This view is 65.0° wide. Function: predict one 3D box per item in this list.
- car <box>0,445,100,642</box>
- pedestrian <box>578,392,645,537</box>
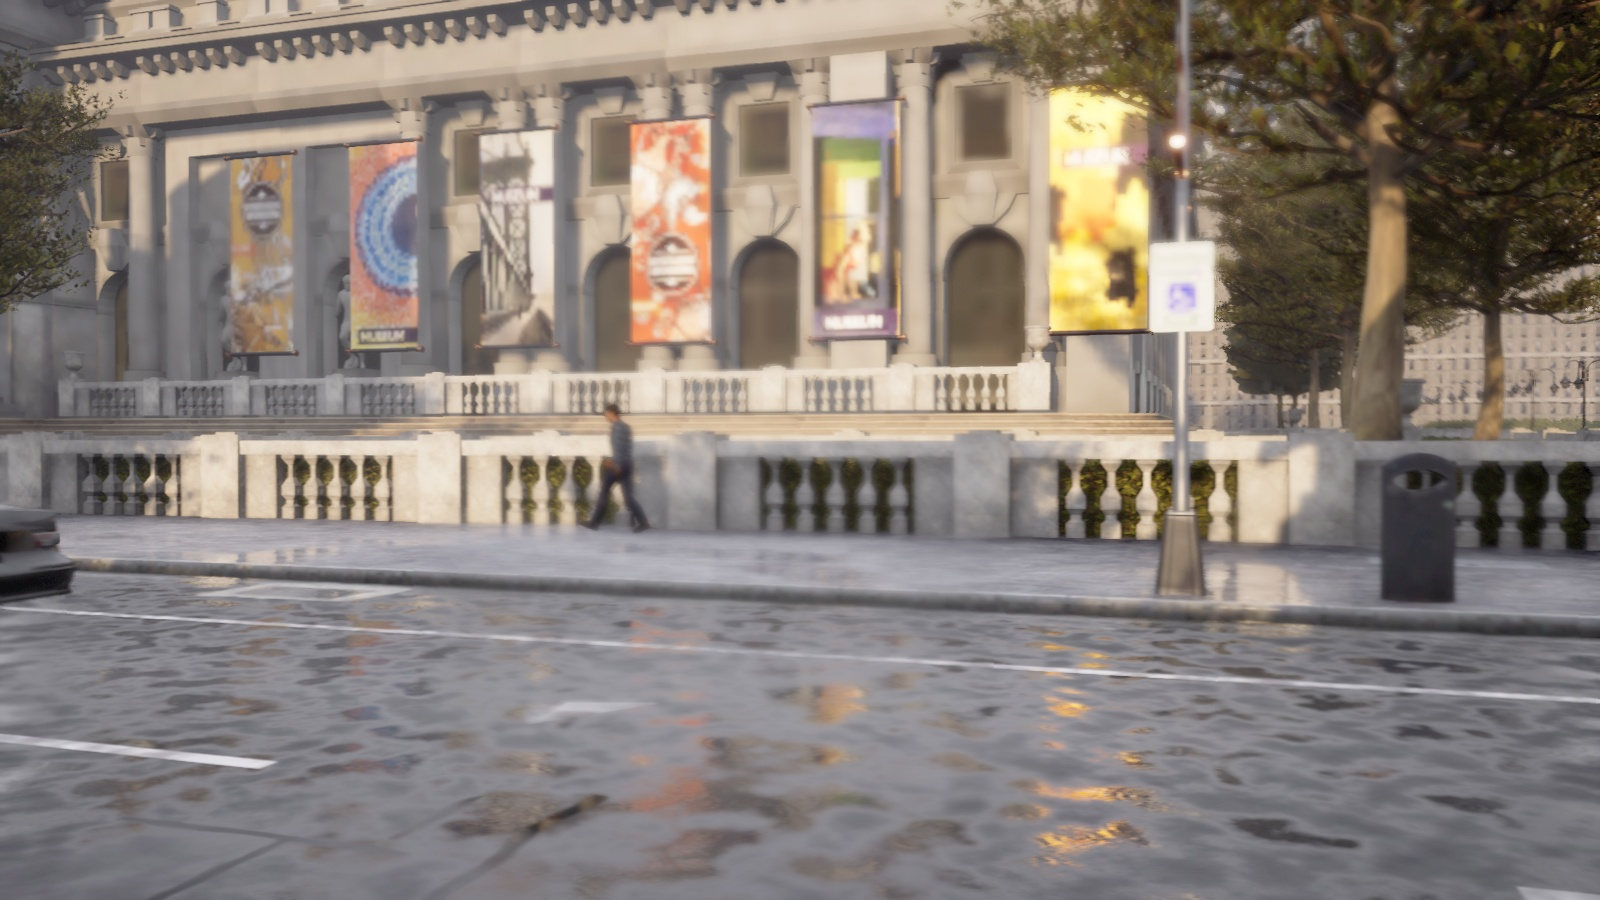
[{"bbox_3d":[-8.420,0.665,9.819,5.357,1.411,2.033,1,1,18],"label":"car"},{"bbox_3d":[-2.581,0.183,17.195,0.788,1.949,0.423,1,1,19],"label":"pedestrian"}]
